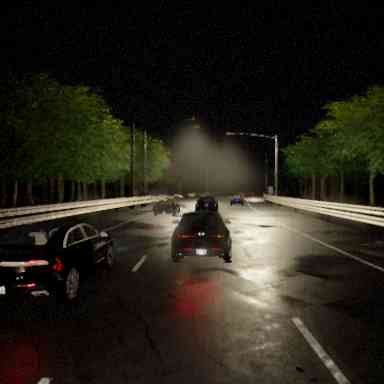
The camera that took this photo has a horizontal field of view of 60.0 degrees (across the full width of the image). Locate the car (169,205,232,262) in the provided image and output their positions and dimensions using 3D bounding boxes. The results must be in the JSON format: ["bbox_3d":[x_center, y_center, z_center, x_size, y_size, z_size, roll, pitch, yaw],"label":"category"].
[{"bbox_3d":[0.346,1.435,11.862,1.837,1.490,4.892,0,0,2],"label":"car"}]

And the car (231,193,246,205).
[{"bbox_3d":[7.141,1.245,52.634,1.994,1.385,4.181,0,0,8],"label":"car"}]

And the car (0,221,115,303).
[{"bbox_3d":[-3.261,1.441,8.081,2.128,1.511,4.902,0,0,1],"label":"car"}]

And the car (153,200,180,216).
[{"bbox_3d":[-2.178,1.419,30.062,1.895,1.301,4.718,0,0,4],"label":"car"}]

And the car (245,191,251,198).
[{"bbox_3d":[13.845,0.675,89.243,2.150,2.045,5.566,0,0,13],"label":"car"}]

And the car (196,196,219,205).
[{"bbox_3d":[1.459,1.165,31.448,2.097,1.767,4.553,0,0,5],"label":"car"}]

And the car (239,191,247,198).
[{"bbox_3d":[10.229,1.116,71.952,1.994,1.385,4.181,0,0,10],"label":"car"}]
